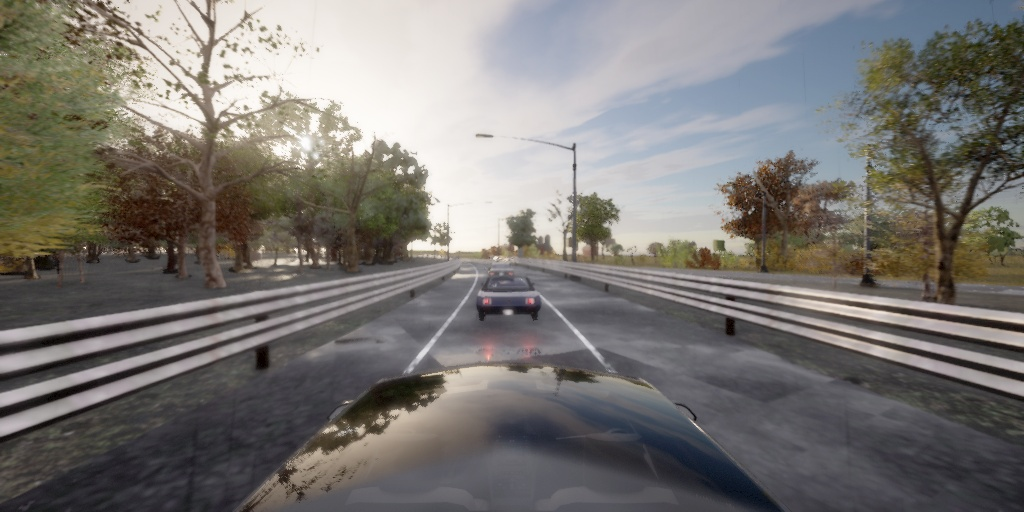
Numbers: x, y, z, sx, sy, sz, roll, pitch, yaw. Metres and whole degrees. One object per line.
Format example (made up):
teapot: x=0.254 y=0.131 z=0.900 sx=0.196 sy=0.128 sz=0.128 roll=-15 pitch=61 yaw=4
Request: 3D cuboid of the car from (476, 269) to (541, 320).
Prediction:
car: x=-0.148 y=1.289 z=12.324 sx=1.895 sy=1.301 sz=4.718 roll=0 pitch=0 yaw=-1

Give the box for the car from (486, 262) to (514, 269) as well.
car: x=-0.803 y=1.157 z=25.186 sx=2.033 sy=1.411 sz=5.357 roll=0 pitch=0 yaw=-3
